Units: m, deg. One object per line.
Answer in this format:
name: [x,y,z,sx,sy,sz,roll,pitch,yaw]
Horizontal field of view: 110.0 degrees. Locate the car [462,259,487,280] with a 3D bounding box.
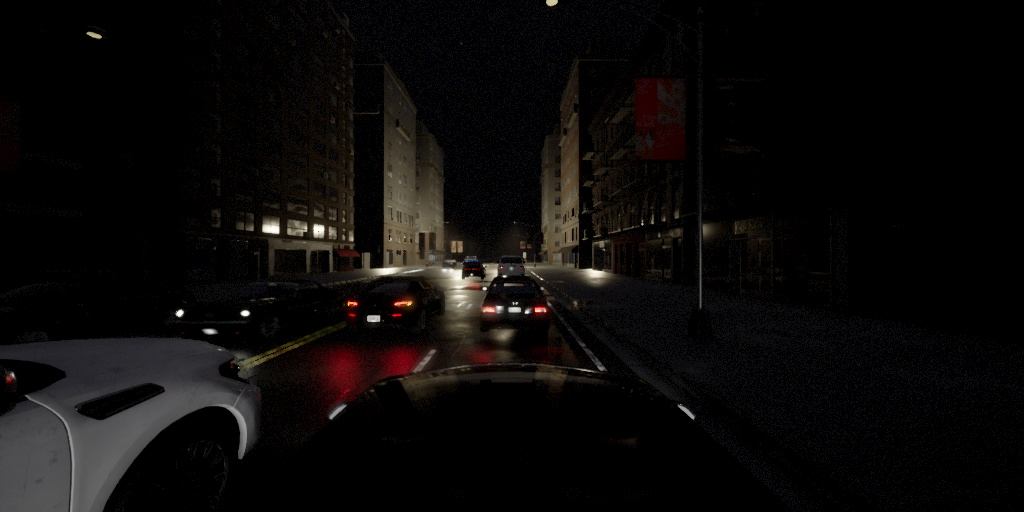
car: [-3.323,1.270,31.716,1.837,1.490,4.892,0,0,-1]

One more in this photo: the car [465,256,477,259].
car: [-6.847,1.013,59.553,2.150,2.045,5.566,0,0,0]

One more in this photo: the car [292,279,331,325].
car: [-6.650,1.352,10.087,1.895,1.301,4.718,0,0,0]

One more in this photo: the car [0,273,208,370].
car: [-9.887,1.256,8.155,1.837,1.490,4.892,0,0,0]

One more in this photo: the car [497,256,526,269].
car: [-0.061,0.985,29.374,2.150,2.045,5.566,0,0,0]

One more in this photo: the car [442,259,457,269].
car: [-10.101,1.288,58.154,2.128,1.511,4.902,0,0,0]

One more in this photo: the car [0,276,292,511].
car: [-3.138,0.972,0.570,2.150,2.045,5.566,0,0,0]

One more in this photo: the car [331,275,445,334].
car: [-3.200,1.277,10.558,1.812,1.442,4.674,0,0,0]

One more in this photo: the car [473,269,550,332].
car: [0.049,1.299,10.841,2.033,1.411,5.357,0,0,0]
